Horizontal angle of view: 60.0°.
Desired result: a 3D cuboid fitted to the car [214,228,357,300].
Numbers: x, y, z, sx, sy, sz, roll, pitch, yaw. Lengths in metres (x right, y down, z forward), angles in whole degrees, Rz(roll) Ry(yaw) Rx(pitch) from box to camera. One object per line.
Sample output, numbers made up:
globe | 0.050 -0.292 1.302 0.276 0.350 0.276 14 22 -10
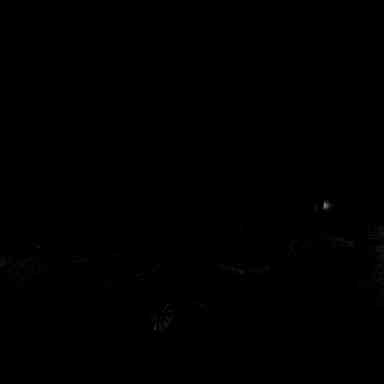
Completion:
car | 2.483 1.582 8.302 4.206 1.307 1.802 0 0 -35

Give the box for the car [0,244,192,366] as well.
car | -1.998 1.566 5.111 4.313 1.339 1.947 0 0 -35
